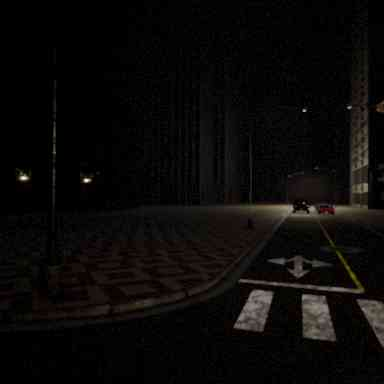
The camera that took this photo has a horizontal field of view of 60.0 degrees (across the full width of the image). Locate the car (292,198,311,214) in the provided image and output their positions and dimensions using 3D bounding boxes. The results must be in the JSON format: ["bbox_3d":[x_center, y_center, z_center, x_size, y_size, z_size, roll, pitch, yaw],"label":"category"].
[{"bbox_3d":[15.325,1.910,46.580,2.150,2.045,5.566,0,-1,18],"label":"car"}]

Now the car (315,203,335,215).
[{"bbox_3d":[17.542,2.269,43.630,1.895,1.301,4.718,0,-1,19],"label":"car"}]

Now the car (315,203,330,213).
[{"bbox_3d":[20.023,2.383,51.224,1.895,1.301,4.718,0,-1,18],"label":"car"}]
